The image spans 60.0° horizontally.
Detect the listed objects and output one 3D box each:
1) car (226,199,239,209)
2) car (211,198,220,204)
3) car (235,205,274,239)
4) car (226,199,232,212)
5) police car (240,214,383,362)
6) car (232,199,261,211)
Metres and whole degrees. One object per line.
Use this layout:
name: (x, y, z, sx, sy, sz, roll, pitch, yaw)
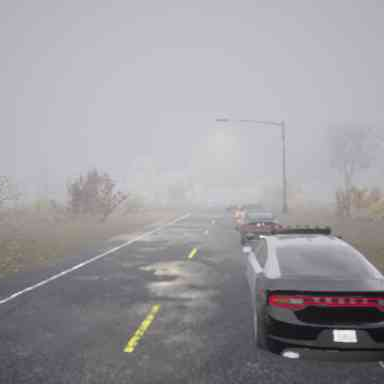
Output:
car: (6.899, 1.967, 56.417, 2.033, 1.411, 5.357, -1, 0, 6)
car: (5.587, 2.138, 78.222, 1.812, 1.442, 4.674, -1, 0, 5)
car: (3.203, 1.619, 16.180, 1.837, 1.490, 4.892, -1, -1, 7)
car: (5.413, 1.937, 43.528, 1.895, 1.301, 4.718, -1, -1, 7)
police car: (2.040, 1.457, 6.358, 1.930, 1.638, 5.238, -1, -1, 7)
car: (3.901, 1.512, 22.112, 2.097, 1.767, 4.553, -1, -1, 7)
